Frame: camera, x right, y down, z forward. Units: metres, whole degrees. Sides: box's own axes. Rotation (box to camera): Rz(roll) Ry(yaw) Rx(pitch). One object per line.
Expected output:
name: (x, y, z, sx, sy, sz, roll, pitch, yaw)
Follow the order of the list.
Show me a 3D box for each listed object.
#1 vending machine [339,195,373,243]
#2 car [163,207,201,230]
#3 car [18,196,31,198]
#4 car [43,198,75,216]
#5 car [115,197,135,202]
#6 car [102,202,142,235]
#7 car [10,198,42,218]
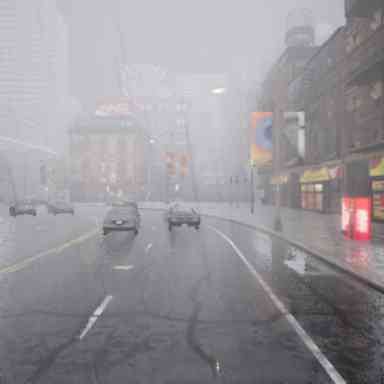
vending machine: (7.370, 1.190, 14.974, 1.100, 2.100, 0.880, 0, 0, -1)
car: (-0.777, 1.592, 21.049, 1.895, 1.301, 4.718, 0, 0, -10)
car: (-29.269, 1.495, 57.603, 4.674, 1.452, 2.002, 0, 0, 20)
car: (-12.831, 1.491, 32.478, 1.837, 1.490, 4.892, 1, 0, -34)
car: (-7.784, 1.489, 37.689, 1.837, 1.490, 4.892, 1, 0, -34)
car: (-3.901, 1.540, 18.829, 2.033, 1.411, 5.357, 0, 0, -7)
car: (-15.677, 1.534, 30.796, 2.033, 1.411, 5.357, 0, 0, -33)
